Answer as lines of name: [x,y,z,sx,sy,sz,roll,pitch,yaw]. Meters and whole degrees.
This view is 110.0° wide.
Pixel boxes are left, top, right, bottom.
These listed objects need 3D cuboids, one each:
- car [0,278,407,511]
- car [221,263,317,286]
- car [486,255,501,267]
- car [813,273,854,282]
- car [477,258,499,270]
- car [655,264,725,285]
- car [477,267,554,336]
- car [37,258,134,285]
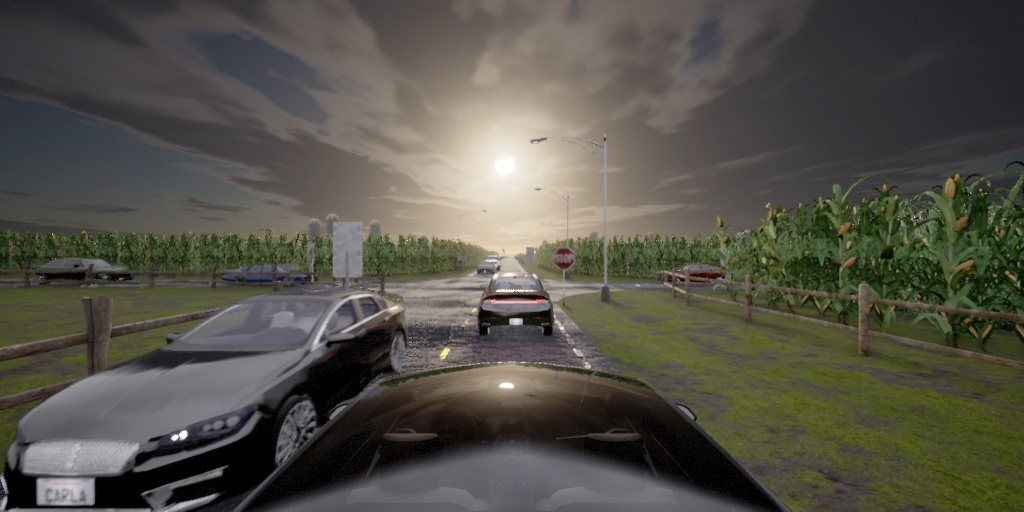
car: [-2.843,1.241,4.736,2.128,1.511,4.902,0,0,0]
car: [-15.619,1.192,23.282,5.357,1.411,2.033,0,-1,-1]
car: [-2.874,0.940,51.091,2.150,2.045,5.566,0,0,1]
car: [24.031,1.431,25.840,4.892,1.490,1.837,1,-1,0]
car: [-2.879,1.276,40.831,2.033,1.411,5.357,0,0,0]
car: [13.001,1.328,25.943,5.008,1.535,1.882,1,-1,1]
car: [0.092,1.240,10.361,2.128,1.511,4.902,0,0,0]
car: [-27.627,0.931,23.366,4.553,1.767,2.097,0,-1,0]
